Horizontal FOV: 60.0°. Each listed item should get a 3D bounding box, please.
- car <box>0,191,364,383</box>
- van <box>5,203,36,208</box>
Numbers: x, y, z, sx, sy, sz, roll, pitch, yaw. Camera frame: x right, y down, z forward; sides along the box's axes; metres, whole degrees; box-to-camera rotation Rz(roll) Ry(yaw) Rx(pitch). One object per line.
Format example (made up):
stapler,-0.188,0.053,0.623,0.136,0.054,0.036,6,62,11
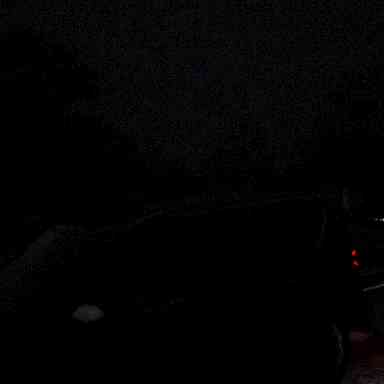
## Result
car,-0.543,1.147,3.295,5.566,2.045,2.150,-5,3,-35
van,-9.876,1.658,19.557,1.878,1.987,4.442,4,-2,-36
